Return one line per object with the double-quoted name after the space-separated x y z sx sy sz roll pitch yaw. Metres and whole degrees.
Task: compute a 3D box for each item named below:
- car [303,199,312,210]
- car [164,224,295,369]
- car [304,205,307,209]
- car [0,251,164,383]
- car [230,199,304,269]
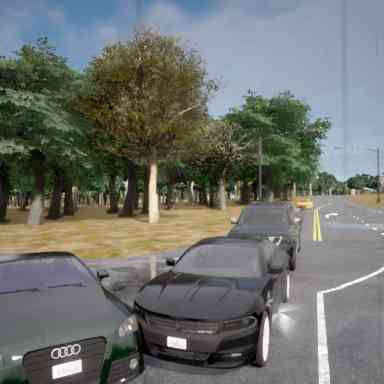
15.684 1.710 46.408 1.882 1.535 5.008 -1 0 23 "car"
0.720 1.614 6.306 1.882 1.535 5.008 -1 -2 21 "car"
6.271 1.783 21.676 1.895 1.301 4.718 -1 0 20 "car"
-2.323 1.643 5.002 1.994 1.385 4.181 2 -2 -33 "car"
2.828 1.460 12.451 2.150 2.045 5.566 -2 0 20 "car"
